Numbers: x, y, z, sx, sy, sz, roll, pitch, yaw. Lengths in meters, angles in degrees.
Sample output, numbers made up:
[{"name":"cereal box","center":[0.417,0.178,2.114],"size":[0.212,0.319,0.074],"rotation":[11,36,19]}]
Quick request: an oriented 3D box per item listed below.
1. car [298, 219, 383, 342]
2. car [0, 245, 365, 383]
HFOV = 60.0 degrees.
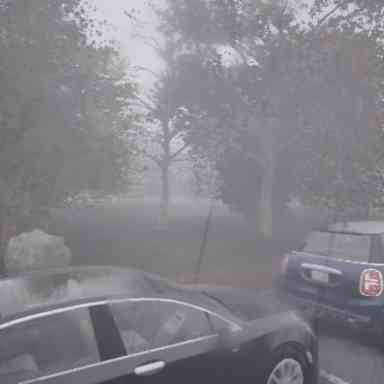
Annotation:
[{"name":"car","center":[3.819,1.337,6.476],"size":[4.553,1.767,2.185],"rotation":[-1,-1,-33]},{"name":"car","center":[-0.828,1.491,3.161],"size":[4.892,1.521,2.231],"rotation":[0,0,-33]}]
